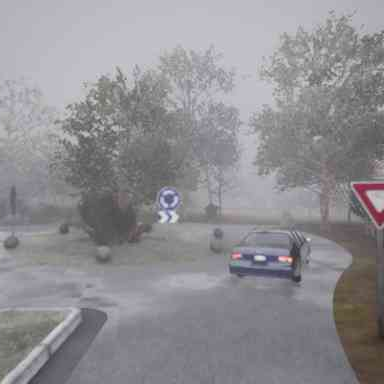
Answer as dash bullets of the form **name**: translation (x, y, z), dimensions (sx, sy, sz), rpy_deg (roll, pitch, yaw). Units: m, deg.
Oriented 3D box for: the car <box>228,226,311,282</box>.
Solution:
- **car**: translation (2.675, 1.796, 10.648), dimensions (2.033, 1.411, 5.357), rpy_deg (-1, -3, 23)
